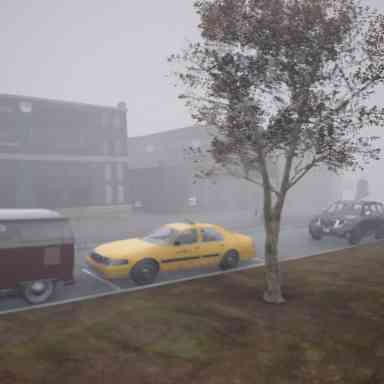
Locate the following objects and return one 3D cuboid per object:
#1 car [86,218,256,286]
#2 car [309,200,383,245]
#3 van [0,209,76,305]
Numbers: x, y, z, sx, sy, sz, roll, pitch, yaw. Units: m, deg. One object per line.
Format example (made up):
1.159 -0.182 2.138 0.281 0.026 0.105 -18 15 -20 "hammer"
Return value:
-0.381 1.611 10.058 5.366 1.575 1.946 1 1 -37 "car"
8.308 1.485 17.347 5.566 2.045 2.435 1 1 -42 "car"
-4.784 1.346 6.735 4.442 1.987 1.878 1 1 -38 "van"
